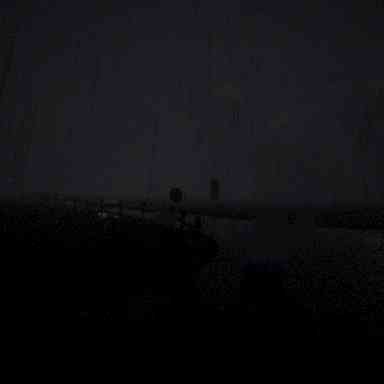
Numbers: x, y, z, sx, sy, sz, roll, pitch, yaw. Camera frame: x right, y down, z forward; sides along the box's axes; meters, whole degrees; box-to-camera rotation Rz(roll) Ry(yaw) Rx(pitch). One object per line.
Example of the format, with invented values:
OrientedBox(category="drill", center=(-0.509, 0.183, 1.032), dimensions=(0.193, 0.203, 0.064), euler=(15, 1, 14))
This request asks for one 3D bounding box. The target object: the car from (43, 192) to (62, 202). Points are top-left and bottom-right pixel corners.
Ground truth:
OrientedBox(category="car", center=(-21.797, 0.697, 51.938), dimensions=(1.882, 1.535, 5.008), euler=(0, 1, -35))

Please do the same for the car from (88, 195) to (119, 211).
OrientedBox(category="car", center=(-9.237, 1.046, 34.433), dimensions=(1.882, 1.535, 5.008), euler=(0, 1, -36))
